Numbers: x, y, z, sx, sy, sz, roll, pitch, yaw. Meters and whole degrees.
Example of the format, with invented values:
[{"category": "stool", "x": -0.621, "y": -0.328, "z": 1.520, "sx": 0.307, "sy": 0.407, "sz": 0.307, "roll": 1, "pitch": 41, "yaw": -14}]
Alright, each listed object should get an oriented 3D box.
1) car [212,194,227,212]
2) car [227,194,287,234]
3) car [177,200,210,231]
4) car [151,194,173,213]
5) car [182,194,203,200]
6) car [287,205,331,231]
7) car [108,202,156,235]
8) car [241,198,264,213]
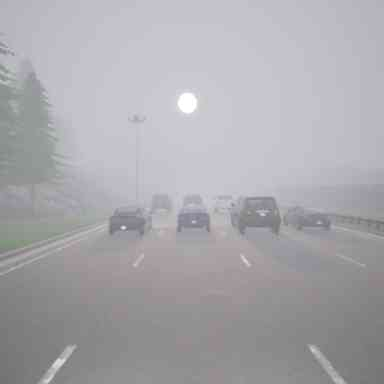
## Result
[{"category": "car", "x": 3.598, "y": 1.246, "z": 38.353, "sx": 2.150, "sy": 2.045, "sz": 5.566, "roll": 0, "pitch": 0, "yaw": 0}, {"category": "car", "x": 3.598, "y": 1.234, "z": 19.611, "sx": 2.150, "sy": 2.045, "sz": 5.566, "roll": 0, "pitch": 0, "yaw": 0}, {"category": "car", "x": 0.099, "y": 1.491, "z": 20.769, "sx": 1.882, "sy": 1.535, "sz": 5.008, "roll": 0, "pitch": 0, "yaw": 0}, {"category": "car", "x": -3.402, "y": 1.246, "z": 38.302, "sx": 2.150, "sy": 2.045, "sz": 5.566, "roll": 0, "pitch": 0, "yaw": 0}, {"category": "car", "x": 0.098, "y": 1.246, "z": 38.355, "sx": 2.150, "sy": 2.045, "sz": 5.566, "roll": 0, "pitch": 0, "yaw": 0}, {"category": "car", "x": 7.085, "y": 1.538, "z": 20.821, "sx": 1.812, "sy": 1.442, "sz": 4.674, "roll": 0, "pitch": 0, "yaw": 0}, {"category": "car", "x": -3.401, "y": 1.517, "z": 18.949, "sx": 1.837, "sy": 1.490, "sz": 4.892, "roll": 0, "pitch": 0, "yaw": 0}, {"category": "car", "x": 7.098, "y": 1.529, "z": 39.229, "sx": 1.837, "sy": 1.490, "sz": 4.892, "roll": 0, "pitch": 0, "yaw": 0}]
